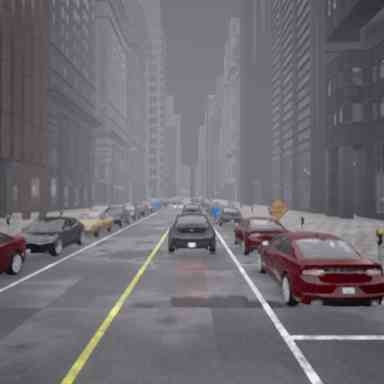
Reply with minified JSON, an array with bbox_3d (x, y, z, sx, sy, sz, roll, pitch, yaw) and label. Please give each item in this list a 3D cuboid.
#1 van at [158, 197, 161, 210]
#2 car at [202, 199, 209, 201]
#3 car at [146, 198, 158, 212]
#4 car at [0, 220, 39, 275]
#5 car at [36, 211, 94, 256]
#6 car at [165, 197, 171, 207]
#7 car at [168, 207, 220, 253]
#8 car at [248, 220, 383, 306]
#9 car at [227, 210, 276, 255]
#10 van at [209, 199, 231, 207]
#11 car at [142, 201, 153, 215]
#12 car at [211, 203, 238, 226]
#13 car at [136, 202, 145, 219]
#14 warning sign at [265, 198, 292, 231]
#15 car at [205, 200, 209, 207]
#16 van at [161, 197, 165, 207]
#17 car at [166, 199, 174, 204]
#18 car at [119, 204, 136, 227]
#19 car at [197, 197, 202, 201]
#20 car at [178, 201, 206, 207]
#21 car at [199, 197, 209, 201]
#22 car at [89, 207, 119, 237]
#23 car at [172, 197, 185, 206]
[{"bbox_3d":[-5.773,1.813,47.532,1.690,1.788,3.998,0,-1,0],"label":"van"},{"bbox_3d":[2.753,2.022,47.547,2.008,1.369,4.403,0,-1,0],"label":"car"},{"bbox_3d":[-5.772,1.853,41.895,1.967,1.590,4.097,0,-1,0],"label":"car"},{"bbox_3d":[-5.765,1.622,8.076,1.887,1.381,4.507,0,-1,0],"label":"car"},{"bbox_3d":[-5.766,1.697,13.711,1.947,1.339,4.313,0,-1,0],"label":"car"},{"bbox_3d":[-5.776,1.966,64.440,2.192,1.841,5.009,0,-1,0],"label":"car"},{"bbox_3d":[0.003,1.645,14.314,1.837,1.490,4.892,0,0,0],"label":"car"},{"bbox_3d":[2.760,1.622,8.095,1.887,1.381,4.507,0,-1,0],"label":"car"},{"bbox_3d":[2.759,1.676,13.731,1.887,1.381,4.507,0,-1,0],"label":"car"},{"bbox_3d":[2.755,1.639,30.641,1.690,1.788,3.998,0,-1,0],"label":"van"},{"bbox_3d":[-5.770,1.921,36.257,1.947,1.339,4.313,0,-1,0],"label":"car"},{"bbox_3d":[2.757,1.792,25.003,2.008,1.369,4.403,0,-1,0],"label":"car"},{"bbox_3d":[-5.769,1.880,30.621,1.802,1.307,4.206,0,-1,0],"label":"car"},{"bbox_3d":[5.066,1.303,19.590,1.300,1.860,1.060,0,0,0],"label":"warning sign"},{"bbox_3d":[2.755,1.906,36.275,2.008,1.369,4.403,0,-1,0],"label":"car"},{"bbox_3d":[-5.774,1.873,53.168,1.690,1.788,3.998,0,-1,0],"label":"van"},{"bbox_3d":[-5.780,2.445,86.983,1.887,1.381,4.507,0,-1,0],"label":"car"},{"bbox_3d":[-5.768,1.808,24.984,1.947,1.339,4.313,0,-1,0],"label":"car"},{"bbox_3d":[2.748,2.027,70.092,2.192,1.841,5.009,0,-1,0],"label":"car"},{"bbox_3d":[0.000,1.792,29.303,1.837,1.490,4.892,0,0,0],"label":"car"},{"bbox_3d":[2.751,2.136,58.818,1.887,1.381,4.507,0,-1,0],"label":"car"},{"bbox_3d":[-5.767,1.710,19.178,1.752,1.417,4.829,0,-1,0],"label":"car"},{"bbox_3d":[-3.012,2.282,71.791,1.994,1.385,4.181,0,-1,0],"label":"car"}]
